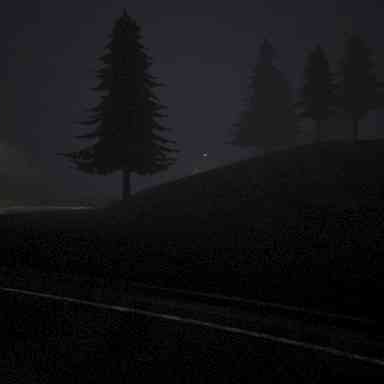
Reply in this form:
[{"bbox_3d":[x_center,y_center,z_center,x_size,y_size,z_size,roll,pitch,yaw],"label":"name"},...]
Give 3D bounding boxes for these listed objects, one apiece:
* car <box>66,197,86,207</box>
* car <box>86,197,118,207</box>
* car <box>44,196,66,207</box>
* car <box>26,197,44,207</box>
[{"bbox_3d":[-16.493,1.507,50.946,1.837,1.490,4.892,0,-1,22],"label":"car"},{"bbox_3d":[-13.062,1.492,50.091,2.128,1.511,4.902,0,0,22],"label":"car"},{"bbox_3d":[-19.959,1.477,51.716,1.882,1.535,5.008,0,0,22],"label":"car"},{"bbox_3d":[-23.532,1.477,52.215,1.882,1.535,5.008,0,0,22],"label":"car"}]
